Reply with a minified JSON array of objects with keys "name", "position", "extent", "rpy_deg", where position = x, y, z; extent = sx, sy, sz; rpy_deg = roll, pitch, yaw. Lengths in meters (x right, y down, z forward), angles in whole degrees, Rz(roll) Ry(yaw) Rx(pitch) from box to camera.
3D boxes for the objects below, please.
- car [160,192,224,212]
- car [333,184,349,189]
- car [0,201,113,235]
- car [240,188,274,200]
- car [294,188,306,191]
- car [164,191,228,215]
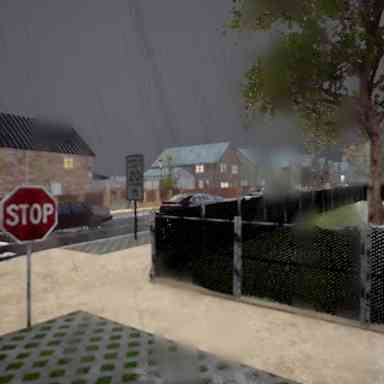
[{"name":"car","position":[0.153,0.828,19.743],"extent":[2.128,1.511,4.902],"rpy_deg":[-1,2,37]},{"name":"car","position":[23.217,-0.544,51.394],"extent":[2.128,1.511,4.902],"rpy_deg":[-1,2,36]},{"name":"car","position":[-6.246,1.162,15.671],"extent":[2.033,1.411,5.357],"rpy_deg":[-1,2,33]},{"name":"car","position":[6.617,0.320,33.532],"extent":[2.128,1.511,4.902],"rpy_deg":[-1,2,36]},{"name":"car","position":[15.570,-0.451,45.714],"extent":[1.895,1.301,4.718],"rpy_deg":[-1,2,36]},{"name":"car","position":[0.436,0.747,25.042],"extent":[2.033,1.411,5.357],"rpy_deg":[-1,2,36]}]
